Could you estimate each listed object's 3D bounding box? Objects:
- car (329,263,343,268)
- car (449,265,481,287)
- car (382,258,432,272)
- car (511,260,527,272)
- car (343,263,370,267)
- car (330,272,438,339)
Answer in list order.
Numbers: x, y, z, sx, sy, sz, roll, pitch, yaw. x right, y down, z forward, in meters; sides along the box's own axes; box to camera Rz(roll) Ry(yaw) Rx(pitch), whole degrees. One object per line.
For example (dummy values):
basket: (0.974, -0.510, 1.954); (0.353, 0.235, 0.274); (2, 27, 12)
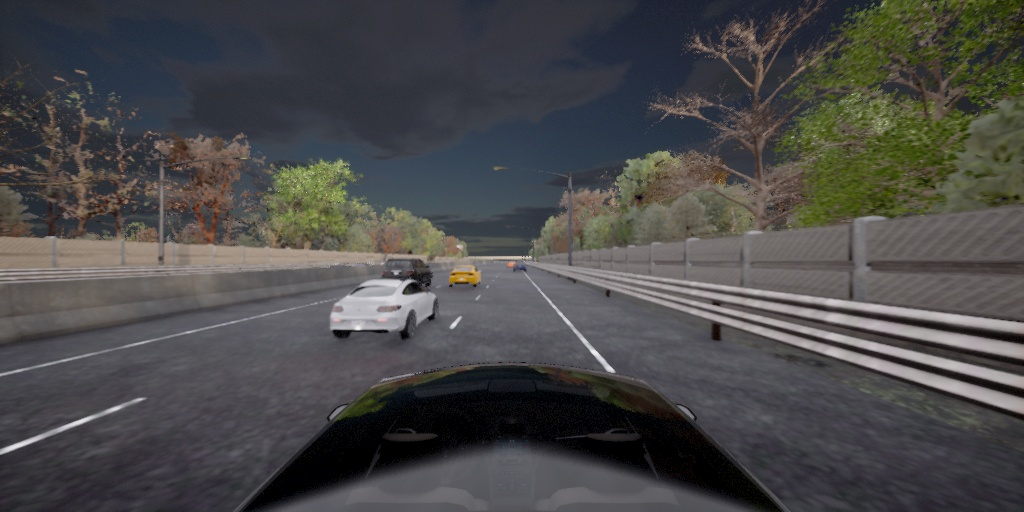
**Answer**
car: (-24.533, 1.745, 51.391); (1.994, 1.385, 4.181); (0, 0, 1)
car: (-3.394, 1.439, 26.642); (1.882, 1.535, 5.008); (0, 0, 0)
car: (-6.894, 1.161, 24.048); (2.150, 2.045, 5.566); (0, 0, 0)
car: (1.237, 1.587, 56.840); (2.097, 1.767, 4.553); (0, -1, 0)
car: (-21.046, 1.718, 50.245); (2.033, 1.411, 5.357); (0, -1, 1)
car: (-3.398, 1.347, 10.228); (1.812, 1.442, 4.674); (0, 0, 0)
